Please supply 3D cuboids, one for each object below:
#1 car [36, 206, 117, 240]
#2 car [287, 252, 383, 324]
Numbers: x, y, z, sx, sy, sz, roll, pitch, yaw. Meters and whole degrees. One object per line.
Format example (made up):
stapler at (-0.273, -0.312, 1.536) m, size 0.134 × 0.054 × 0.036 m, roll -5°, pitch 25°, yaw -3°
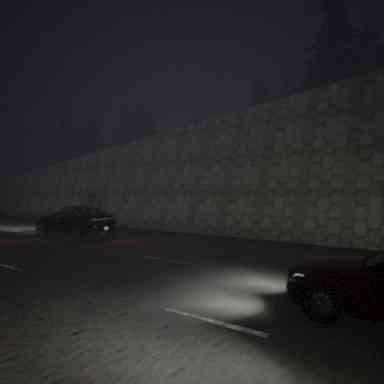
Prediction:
car at (-5.947, 1.460, 16.839) m, size 4.902 × 1.511 × 2.128 m, roll 0°, pitch 0°, yaw 36°
car at (3.957, 1.526, 5.468) m, size 4.674 × 1.442 × 1.812 m, roll 0°, pitch 0°, yaw 35°
